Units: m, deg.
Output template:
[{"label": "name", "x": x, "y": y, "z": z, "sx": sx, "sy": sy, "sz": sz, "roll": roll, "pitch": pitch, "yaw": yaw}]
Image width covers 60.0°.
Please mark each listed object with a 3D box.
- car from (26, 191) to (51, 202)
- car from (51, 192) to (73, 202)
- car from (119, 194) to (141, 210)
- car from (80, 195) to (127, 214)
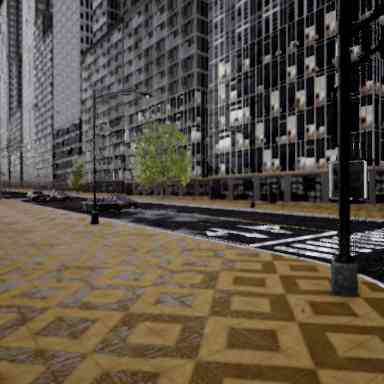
[{"label": "car", "x": -21.051, "y": 0.595, "z": 45.111, "sx": 1.837, "sy": 1.490, "sz": 4.892, "roll": 0, "pitch": 1, "yaw": -38}, {"label": "car", "x": -18.698, "y": 0.634, "z": 47.386, "sx": 2.033, "sy": 1.411, "sz": 5.357, "roll": 0, "pitch": 1, "yaw": -38}, {"label": "car", "x": -7.012, "y": 0.950, "z": 32.313, "sx": 2.033, "sy": 1.411, "sz": 5.357, "roll": 0, "pitch": 1, "yaw": -38}, {"label": "car", "x": -7.633, "y": 1.079, "z": 27.845, "sx": 1.895, "sy": 1.301, "sz": 4.718, "roll": 0, "pitch": 1, "yaw": -38}]
